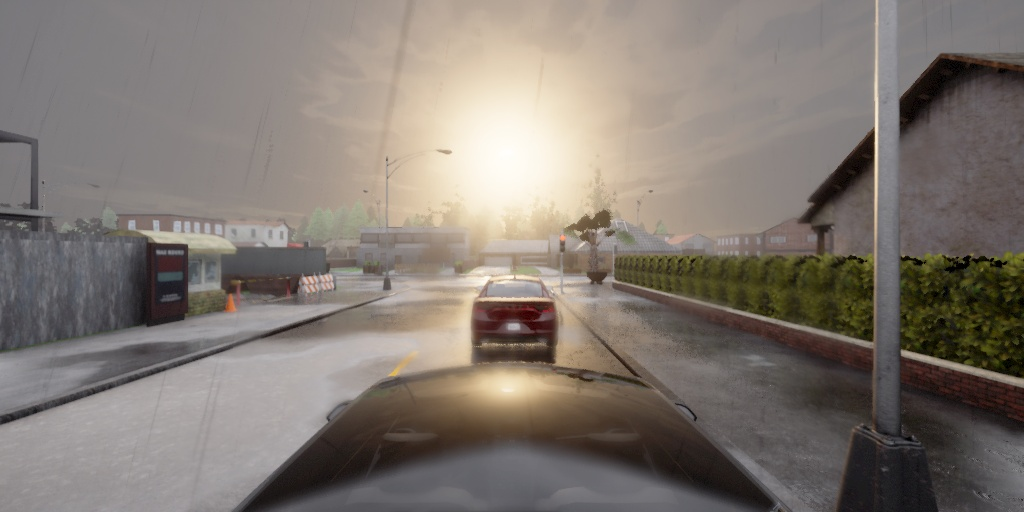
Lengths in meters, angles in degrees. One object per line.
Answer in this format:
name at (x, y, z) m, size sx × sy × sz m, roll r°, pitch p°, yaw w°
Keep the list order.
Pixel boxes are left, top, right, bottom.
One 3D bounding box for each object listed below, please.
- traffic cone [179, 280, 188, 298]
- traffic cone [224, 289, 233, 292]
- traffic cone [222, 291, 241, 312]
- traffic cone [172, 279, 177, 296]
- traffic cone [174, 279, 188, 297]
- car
traffic cone at (-15.203, 1.557, 16.859) m, size 0.344 × 0.586 × 0.344 m, roll 0°, pitch 0°, yaw 0°
traffic cone at (-10.339, 1.565, 12.790) m, size 0.344 × 0.586 × 0.344 m, roll 0°, pitch 0°, yaw 0°
traffic cone at (-9.621, 1.595, 12.266) m, size 0.344 × 0.586 × 0.344 m, roll 0°, pitch 0°, yaw 0°
traffic cone at (-16.806, 1.577, 18.227) m, size 0.344 × 0.586 × 0.344 m, roll 0°, pitch 0°, yaw 0°
traffic cone at (-15.771, 1.553, 17.223) m, size 0.344 × 0.586 × 0.344 m, roll 0°, pitch 0°, yaw 0°
car at (0.079, 1.225, 9.422) m, size 1.882 × 1.535 × 5.008 m, roll 0°, pitch 0°, yaw 1°
